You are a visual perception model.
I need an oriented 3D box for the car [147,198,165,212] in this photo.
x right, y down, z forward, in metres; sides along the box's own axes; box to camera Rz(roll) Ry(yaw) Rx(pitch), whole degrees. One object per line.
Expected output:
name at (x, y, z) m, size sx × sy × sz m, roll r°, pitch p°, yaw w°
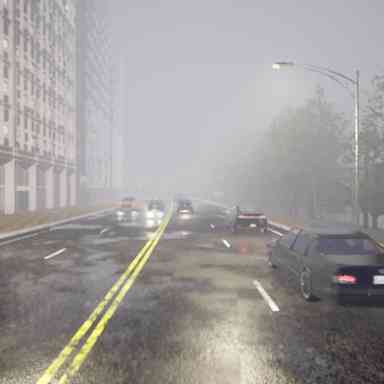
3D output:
car at (-4.148, 1.466, 38.958) m, size 2.128 × 1.511 × 4.902 m, roll 0°, pitch 0°, yaw -2°

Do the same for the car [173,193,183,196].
car at (-2.984, 1.149, 74.019) m, size 2.150 × 2.045 × 5.566 m, roll 0°, pitch 0°, yaw -5°

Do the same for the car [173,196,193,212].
car at (-0.846, 1.520, 38.094) m, size 2.033 × 1.411 × 5.357 m, roll 0°, pitch 0°, yaw -3°

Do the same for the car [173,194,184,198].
car at (-1.780, 1.512, 58.279) m, size 1.994 × 1.385 × 4.181 m, roll 0°, pitch 0°, yaw -3°

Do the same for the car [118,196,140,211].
car at (-7.416, 1.328, 39.436) m, size 2.097 × 1.767 × 4.553 m, roll 0°, pitch 0°, yaw -2°

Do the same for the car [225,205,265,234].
car at (3.037, 1.480, 19.222) m, size 2.128 × 1.511 × 4.902 m, roll 0°, pitch 0°, yaw -1°

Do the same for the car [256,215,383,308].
car at (3.209, 1.542, 8.167) m, size 2.033 × 1.411 × 5.357 m, roll 0°, pitch 0°, yaw -1°
